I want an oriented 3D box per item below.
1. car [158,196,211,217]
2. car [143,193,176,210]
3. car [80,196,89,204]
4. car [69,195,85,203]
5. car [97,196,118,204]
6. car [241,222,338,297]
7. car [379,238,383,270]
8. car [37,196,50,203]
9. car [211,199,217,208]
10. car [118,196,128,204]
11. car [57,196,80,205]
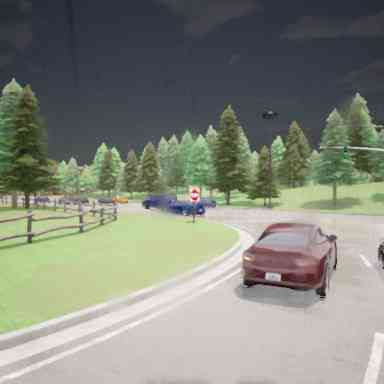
[{"bbox_3d":[-0.790,1.461,31.490,1.882,1.535,5.008,0,0,-39],"label":"car"},{"bbox_3d":[-3.852,1.199,40.771,2.150,2.045,5.566,0,0,-39],"label":"car"},{"bbox_3d":[-20.738,1.466,61.450,2.128,1.511,4.902,0,0,-39],"label":"car"},{"bbox_3d":[-24.823,1.493,71.829,1.812,1.442,4.674,0,0,-39],"label":"car"},{"bbox_3d":[-15.804,1.536,60.937,1.994,1.385,4.181,0,0,-39],"label":"car"},{"bbox_3d":[2.677,1.520,8.677,1.812,1.442,4.674,0,0,27],"label":"car"},{"bbox_3d":[5.649,1.542,7.782,2.033,1.411,5.357,0,0,24],"label":"car"},{"bbox_3d":[-30.234,1.497,67.389,1.812,1.442,4.674,0,0,-39],"label":"car"},{"bbox_3d":[1.387,1.500,45.425,1.812,1.442,4.674,0,0,-39],"label":"car"},{"bbox_3d":[-14.288,1.447,64.618,1.882,1.535,5.008,0,0,-39],"label":"car"},{"bbox_3d":[-21.441,1.467,56.775,2.128,1.511,4.902,0,0,-39],"label":"car"}]
